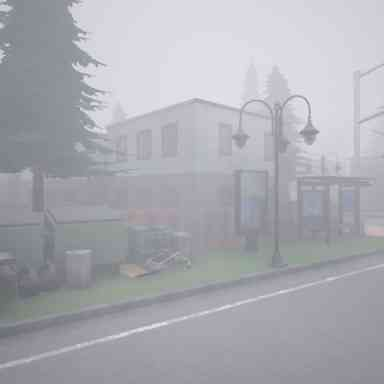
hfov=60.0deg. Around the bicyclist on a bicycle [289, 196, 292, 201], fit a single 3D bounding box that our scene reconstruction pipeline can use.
[{"bbox_3d":[10.668,1.276,36.332,0.582,1.620,1.656,0,0,44],"label":"bicyclist on a bicycle"}]
